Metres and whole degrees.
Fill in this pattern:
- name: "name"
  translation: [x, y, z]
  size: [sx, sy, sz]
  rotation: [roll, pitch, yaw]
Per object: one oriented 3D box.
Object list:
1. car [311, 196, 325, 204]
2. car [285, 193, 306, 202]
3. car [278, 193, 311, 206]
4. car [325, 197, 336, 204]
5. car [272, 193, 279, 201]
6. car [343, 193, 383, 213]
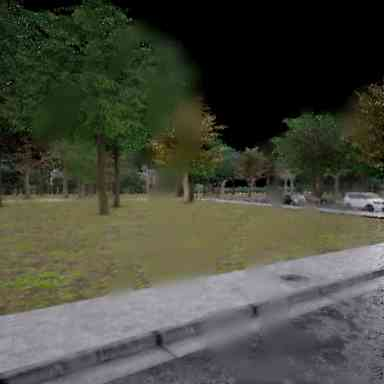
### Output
- name: "car"
  translation: [20.678, 1.421, 59.033]
  size: [2.033, 1.411, 5.357]
  rotation: [0, 0, -12]
- name: "car"
  translation: [21.685, 1.046, 69.814]
  size: [2.097, 1.767, 4.553]
  rotation: [0, 0, -12]
- name: "car"
  translation: [15.655, 1.230, 51.107]
  size: [2.097, 1.767, 4.553]
  rotation: [0, 0, -12]
- name: "car"
  translation: [23.775, 1.476, 60.092]
  size: [1.895, 1.301, 4.718]
  rotation: [0, 0, -12]
- name: "car"
  translation: [18.507, 1.045, 69.131]
  size: [2.097, 1.767, 4.553]
  rotation: [0, 0, -12]
- name: "car"
  translation: [18.872, 1.104, 36.050]
  size: [2.150, 2.045, 5.566]
  rotation: [0, 0, -12]
